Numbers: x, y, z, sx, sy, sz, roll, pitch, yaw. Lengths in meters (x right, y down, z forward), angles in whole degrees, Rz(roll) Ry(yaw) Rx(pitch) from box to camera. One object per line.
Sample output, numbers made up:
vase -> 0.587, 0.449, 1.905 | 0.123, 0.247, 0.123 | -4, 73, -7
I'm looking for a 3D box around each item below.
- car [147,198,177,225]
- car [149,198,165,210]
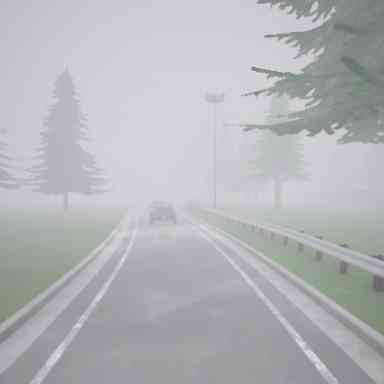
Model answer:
car -> -2.171, 1.478, 24.242 | 2.128, 1.511, 4.902 | 0, 0, -8
car -> -4.522, 1.539, 43.946 | 1.994, 1.385, 4.181 | 0, 0, -5
